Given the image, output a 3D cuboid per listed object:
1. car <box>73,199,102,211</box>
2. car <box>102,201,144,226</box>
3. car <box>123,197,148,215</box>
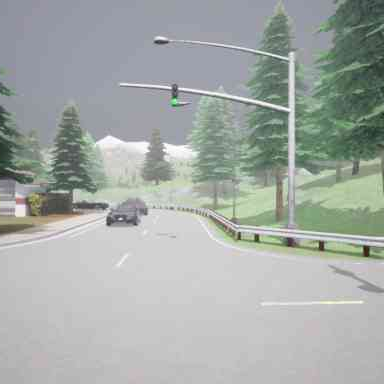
[{"bbox_3d":[-12.581,1.567,40.529,4.718,1.301,1.895,0,0,13],"label":"car"},{"bbox_3d":[-4.688,1.542,23.214,1.994,1.385,4.181,0,0,-4],"label":"car"},{"bbox_3d":[-5.794,1.322,32.977,2.097,1.767,4.553,0,0,-21],"label":"car"}]
